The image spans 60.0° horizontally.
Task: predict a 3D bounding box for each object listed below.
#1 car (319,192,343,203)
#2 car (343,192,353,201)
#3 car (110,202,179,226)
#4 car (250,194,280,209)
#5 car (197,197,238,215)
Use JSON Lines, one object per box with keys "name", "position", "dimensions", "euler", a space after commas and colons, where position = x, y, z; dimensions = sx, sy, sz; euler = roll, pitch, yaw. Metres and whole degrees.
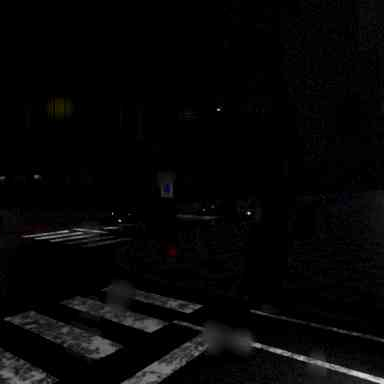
{"name": "car", "position": [19.600, 0.815, 47.417], "dimensions": [1.837, 1.490, 4.892], "euler": [0, 1, 36]}
{"name": "car", "position": [25.488, 0.654, 55.641], "dimensions": [1.882, 1.535, 5.008], "euler": [0, 1, 36]}
{"name": "car", "position": [-2.957, 1.354, 21.413], "dimensions": [1.895, 1.301, 4.718], "euler": [0, 1, 36]}
{"name": "car", "position": [8.129, 0.977, 36.868], "dimensions": [1.882, 1.535, 5.008], "euler": [0, 1, 36]}
{"name": "car", "position": [2.322, 1.158, 28.768], "dimensions": [1.812, 1.442, 4.674], "euler": [0, 1, 36]}
